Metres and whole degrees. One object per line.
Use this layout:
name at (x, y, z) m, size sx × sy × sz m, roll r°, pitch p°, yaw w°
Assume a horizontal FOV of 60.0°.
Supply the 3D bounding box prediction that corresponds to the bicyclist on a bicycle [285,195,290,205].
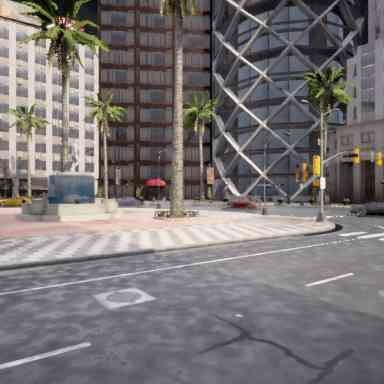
bicyclist on a bicycle at (15.720, 1.301, 54.592) m, size 0.582 × 1.620 × 1.656 m, roll 0°, pitch 0°, yaw 42°

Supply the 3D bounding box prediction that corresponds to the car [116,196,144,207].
car at (-9.542, 1.564, 51.465) m, size 4.181 × 1.385 × 1.994 m, roll 0°, pitch 0°, yaw 12°

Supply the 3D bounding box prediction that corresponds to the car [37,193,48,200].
car at (-25.902, 1.221, 58.678) m, size 5.566 × 2.045 × 2.150 m, roll 0°, pitch 0°, yaw -10°

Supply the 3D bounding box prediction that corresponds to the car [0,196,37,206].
car at (-28.765, 1.478, 54.458) m, size 5.008 × 1.535 × 1.882 m, roll 0°, pitch 0°, yaw -14°

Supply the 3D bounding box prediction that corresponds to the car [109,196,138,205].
car at (-12.105, 1.526, 59.083) m, size 4.674 × 1.442 × 1.812 m, roll 0°, pitch 0°, yaw 7°

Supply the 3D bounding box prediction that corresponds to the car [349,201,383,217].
car at (16.971, 1.548, 29.614) m, size 2.033 × 1.411 × 5.357 m, roll 0°, pitch 0°, yaw -36°

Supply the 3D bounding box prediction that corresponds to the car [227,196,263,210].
car at (6.754, 1.353, 42.614) m, size 4.553 × 1.767 × 2.097 m, roll 0°, pitch 0°, yaw 43°
